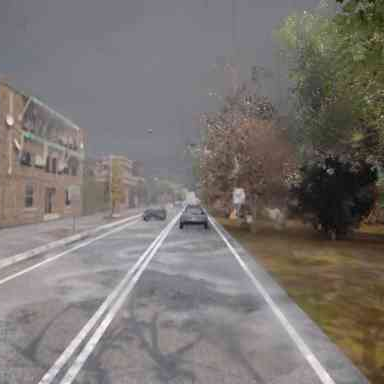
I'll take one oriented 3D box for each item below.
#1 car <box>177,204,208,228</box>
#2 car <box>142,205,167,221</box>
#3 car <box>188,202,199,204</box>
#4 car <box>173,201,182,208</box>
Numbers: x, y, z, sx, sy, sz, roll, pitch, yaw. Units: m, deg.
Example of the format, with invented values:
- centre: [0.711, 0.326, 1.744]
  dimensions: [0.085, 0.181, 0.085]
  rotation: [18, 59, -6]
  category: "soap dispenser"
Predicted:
- centre: [0.128, 1.782, 24.215]
  dimensions: [1.994, 1.385, 4.181]
  rotation: [0, -1, 0]
  category: "car"
- centre: [-3.302, 1.865, 30.589]
  dimensions: [2.033, 1.411, 5.357]
  rotation: [0, -1, 0]
  category: "car"
- centre: [0.186, 2.024, 42.031]
  dimensions: [2.128, 1.511, 4.902]
  rotation: [0, -1, 0]
  category: "car"
- centre: [-3.036, 2.591, 70.954]
  dimensions: [1.812, 1.442, 4.674]
  rotation: [0, -1, 0]
  category: "car"
